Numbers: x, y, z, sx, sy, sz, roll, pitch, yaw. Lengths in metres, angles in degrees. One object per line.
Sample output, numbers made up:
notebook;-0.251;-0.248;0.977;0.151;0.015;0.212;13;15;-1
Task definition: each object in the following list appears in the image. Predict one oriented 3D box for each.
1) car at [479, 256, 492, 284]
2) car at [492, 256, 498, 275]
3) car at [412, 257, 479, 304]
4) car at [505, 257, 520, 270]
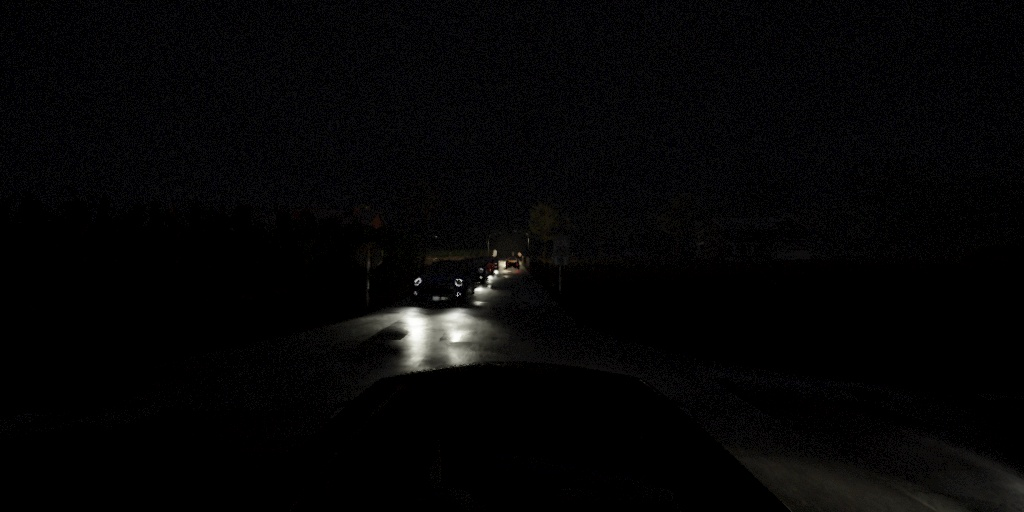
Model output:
car;-2.797;0.926;25.203;2.097;1.767;4.553;1;0;0
car;-2.777;0.867;34.884;2.097;1.767;4.553;1;0;0
car;-2.819;0.987;15.625;2.097;1.767;4.553;1;0;0
car;0.062;1.082;47.538;1.895;1.301;4.718;1;0;0
